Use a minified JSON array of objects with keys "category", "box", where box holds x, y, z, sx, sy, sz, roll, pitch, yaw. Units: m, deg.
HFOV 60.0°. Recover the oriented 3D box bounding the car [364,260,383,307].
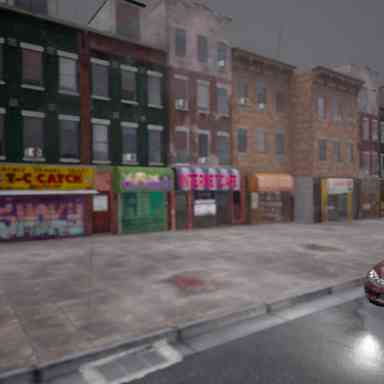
[{"category":"car","box":[5.494,1.563,6.906,4.674,1.442,1.812,1,0,-35]}]
